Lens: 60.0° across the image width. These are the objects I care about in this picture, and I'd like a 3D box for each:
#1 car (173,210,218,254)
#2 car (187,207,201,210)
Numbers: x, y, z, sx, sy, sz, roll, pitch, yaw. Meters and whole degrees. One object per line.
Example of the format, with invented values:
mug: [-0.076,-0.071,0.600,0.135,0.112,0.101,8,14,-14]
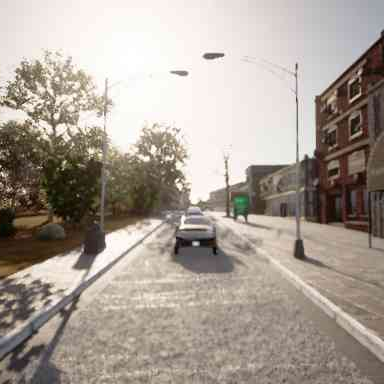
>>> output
car: [0.157,1.836,15.328,2.128,1.511,4.902,1,-1,0]
car: [0.201,2.235,33.339,1.812,1.442,4.674,1,-1,0]
